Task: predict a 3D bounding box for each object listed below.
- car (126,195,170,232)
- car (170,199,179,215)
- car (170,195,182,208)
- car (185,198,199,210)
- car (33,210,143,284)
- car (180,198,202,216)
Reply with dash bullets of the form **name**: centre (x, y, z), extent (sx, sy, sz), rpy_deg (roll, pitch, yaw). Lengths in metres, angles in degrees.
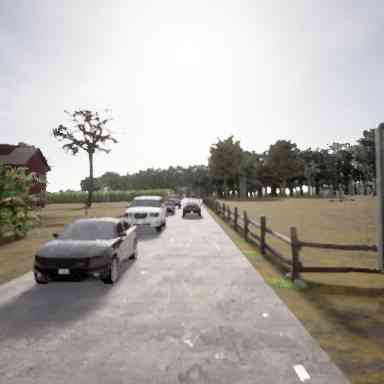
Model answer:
- **car**: centre (-2.841, 1.301, 21.170), extent (2.150, 2.045, 5.566), rpy_deg (0, 0, 0)
- **car**: centre (-2.769, 1.736, 35.752), extent (1.895, 1.301, 4.718), rpy_deg (0, 0, 0)
- **car**: centre (-2.758, 1.469, 51.145), extent (2.150, 2.045, 5.566), rpy_deg (0, 0, 0)
- **car**: centre (0.032, 1.656, 47.104), extent (1.882, 1.535, 5.008), rpy_deg (0, 0, 1)
- **car**: centre (-2.849, 1.515, 9.904), extent (1.882, 1.535, 5.008), rpy_deg (0, 0, 0)
- **car**: centre (0.003, 1.633, 33.637), extent (1.837, 1.490, 4.892), rpy_deg (0, 0, 0)
